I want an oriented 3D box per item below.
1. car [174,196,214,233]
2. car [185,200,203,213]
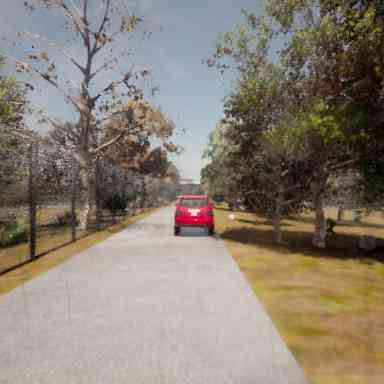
[{"bbox_3d":[0.141,1.235,19.839,2.150,2.045,5.566,0,0,1],"label":"car"},{"bbox_3d":[0.213,1.633,38.381,1.895,1.301,4.718,0,0,0],"label":"car"}]
